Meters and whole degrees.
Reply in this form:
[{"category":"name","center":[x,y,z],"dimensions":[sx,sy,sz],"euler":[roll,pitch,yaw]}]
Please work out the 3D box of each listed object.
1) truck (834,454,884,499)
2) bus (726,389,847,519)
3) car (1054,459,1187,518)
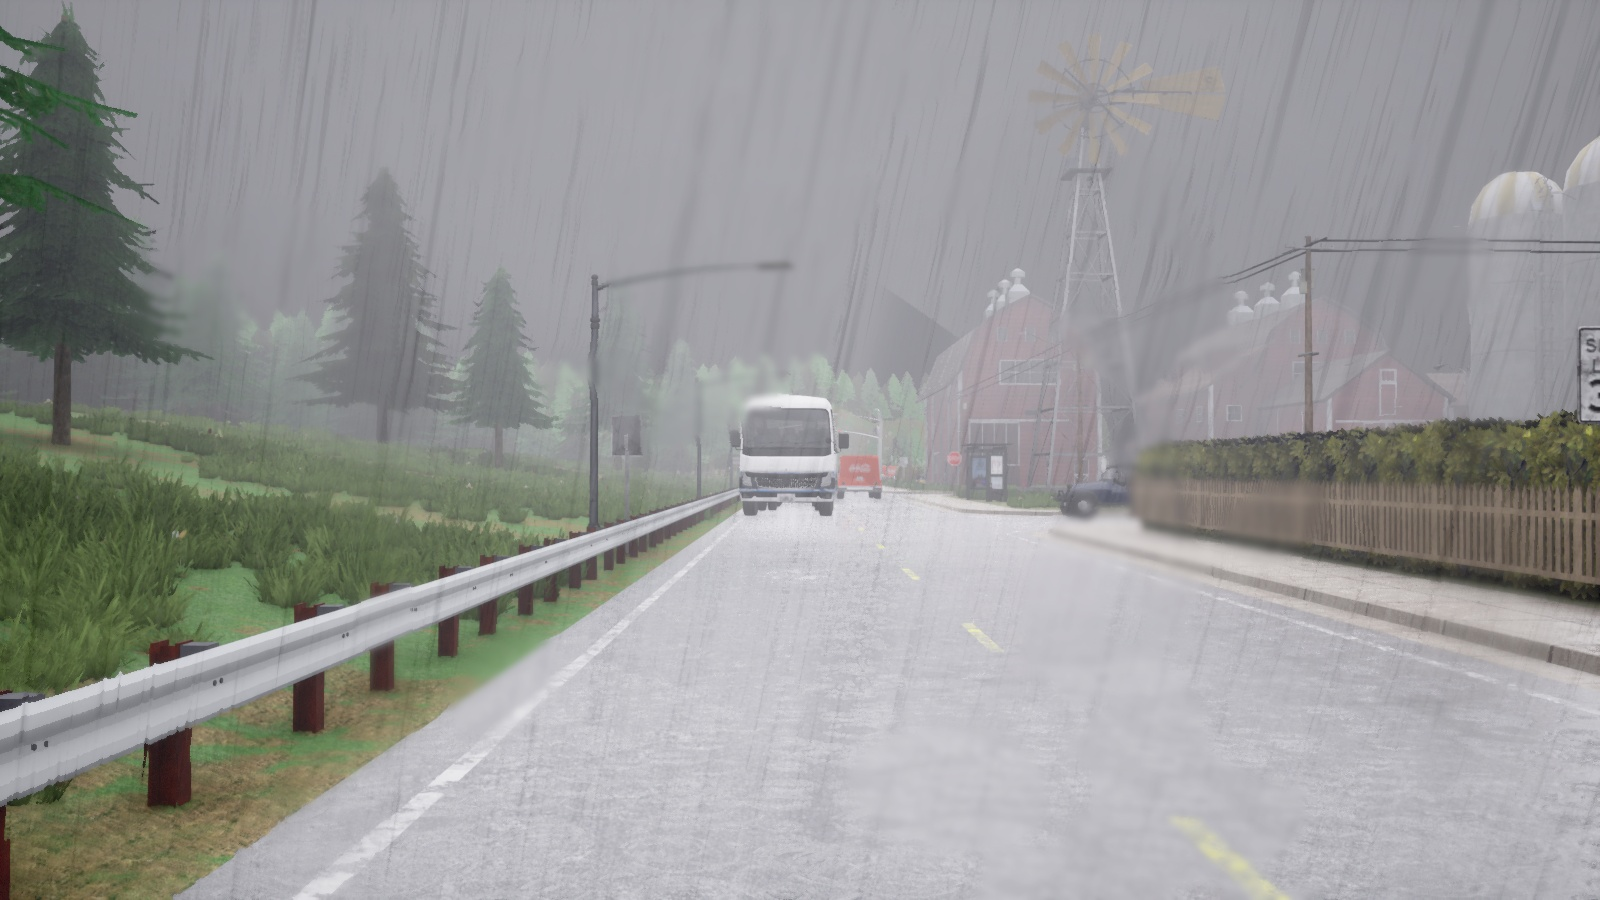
[{"category":"truck","center":[3.330,1.519,72.139],"dimensions":[2.627,2.467,5.204],"euler":[0,-1,0]},{"category":"bus","center":[-0.270,0.221,46.673],"dimensions":[3.944,4.253,10.273],"euler":[0,-1,2]},{"category":"car","center":[10.459,1.259,41.202],"dimensions":[3.866,1.878,1.905],"euler":[0,-1,-1]}]
